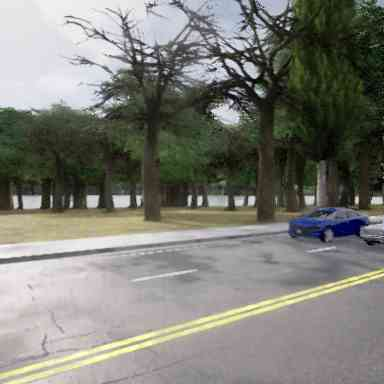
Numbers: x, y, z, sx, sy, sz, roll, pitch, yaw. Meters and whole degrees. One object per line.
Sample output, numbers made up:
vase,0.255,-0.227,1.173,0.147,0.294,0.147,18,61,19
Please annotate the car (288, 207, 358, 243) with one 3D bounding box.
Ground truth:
car,6.899,1.532,16.584,5.008,1.535,1.882,0,0,-35

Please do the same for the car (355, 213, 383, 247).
car,9.292,1.658,14.299,4.718,1.301,1.895,0,0,-35
